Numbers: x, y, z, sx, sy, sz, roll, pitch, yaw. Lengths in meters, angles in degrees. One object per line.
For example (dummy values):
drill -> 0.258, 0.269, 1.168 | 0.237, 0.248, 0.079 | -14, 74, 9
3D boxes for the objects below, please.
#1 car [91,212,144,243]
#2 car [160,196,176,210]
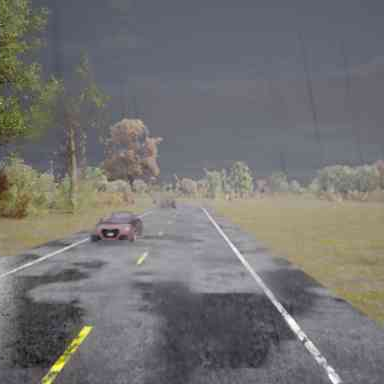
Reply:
car -> -3.596, 1.684, 16.625 | 1.994, 1.385, 4.181 | 0, 0, 0
car -> -3.545, 1.569, 50.464 | 2.150, 2.045, 5.566 | 0, -1, 1
